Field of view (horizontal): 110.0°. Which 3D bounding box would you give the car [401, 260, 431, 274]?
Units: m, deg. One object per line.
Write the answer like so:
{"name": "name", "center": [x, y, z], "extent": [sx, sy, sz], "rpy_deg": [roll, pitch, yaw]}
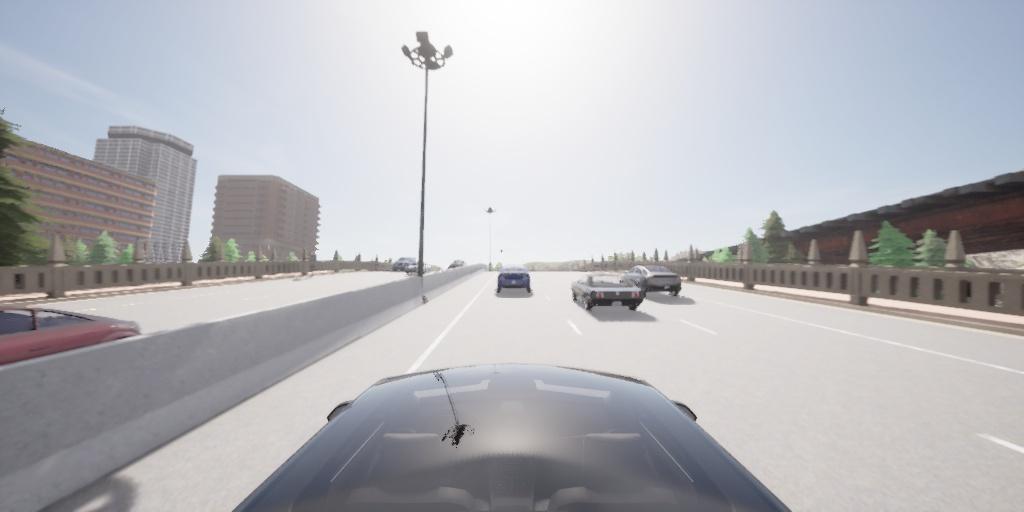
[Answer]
{"name": "car", "center": [-10.578, 1.369, 40.546], "extent": [1.895, 1.301, 4.718], "rpy_deg": [0, 0, 0]}

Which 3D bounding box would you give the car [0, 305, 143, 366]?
{"name": "car", "center": [-7.098, 1.314, 4.243], "extent": [1.994, 1.385, 4.181], "rpy_deg": [0, 0, 0]}

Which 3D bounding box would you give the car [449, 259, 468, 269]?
{"name": "car", "center": [-7.054, 1.231, 47.703], "extent": [2.097, 1.767, 4.553], "rpy_deg": [0, -2, 0]}

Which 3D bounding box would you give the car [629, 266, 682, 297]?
{"name": "car", "center": [7.098, 1.249, 18.875], "extent": [2.128, 1.511, 4.902], "rpy_deg": [0, 0, 0]}

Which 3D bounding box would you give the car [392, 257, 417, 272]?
{"name": "car", "center": [-14.054, 1.096, 47.618], "extent": [2.150, 2.045, 5.566], "rpy_deg": [0, -1, 1]}

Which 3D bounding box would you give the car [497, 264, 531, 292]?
{"name": "car", "center": [0.098, 1.237, 21.450], "extent": [1.882, 1.535, 5.008], "rpy_deg": [0, 0, 0]}

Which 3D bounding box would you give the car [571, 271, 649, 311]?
{"name": "car", "center": [3.595, 1.356, 14.491], "extent": [1.895, 1.301, 4.718], "rpy_deg": [0, 0, 0]}
